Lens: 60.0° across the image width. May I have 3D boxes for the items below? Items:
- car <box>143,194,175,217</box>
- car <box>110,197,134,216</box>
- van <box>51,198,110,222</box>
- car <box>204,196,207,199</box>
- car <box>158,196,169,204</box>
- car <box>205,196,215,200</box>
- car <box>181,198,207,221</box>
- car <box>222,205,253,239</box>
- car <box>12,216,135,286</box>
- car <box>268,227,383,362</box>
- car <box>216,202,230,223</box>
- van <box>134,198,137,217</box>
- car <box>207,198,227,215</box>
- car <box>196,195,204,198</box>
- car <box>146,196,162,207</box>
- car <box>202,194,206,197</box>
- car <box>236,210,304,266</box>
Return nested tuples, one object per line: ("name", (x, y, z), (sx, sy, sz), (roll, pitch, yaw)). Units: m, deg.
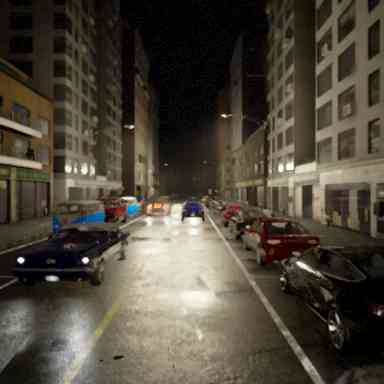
("car", (-3.038, 1.350, 31.575), (2.097, 1.767, 4.553), (0, 0, 0))
("car", (-5.657, 1.317, 22.467), (2.192, 1.841, 5.009), (0, 0, 0))
("van", (-5.660, 1.343, 16.941), (1.690, 1.788, 3.998), (0, 0, 0))
("car", (2.881, 1.576, 44.565), (1.802, 1.307, 4.206), (0, 0, 0))
("car", (-5.634, 1.513, 66.504), (1.752, 1.417, 4.829), (0, 0, 0))
("car", (2.878, 1.547, 39.040), (2.008, 1.369, 4.403), (0, 0, 0))
("car", (0.087, 1.526, 27.282), (1.812, 1.442, 4.674), (0, 0, 0))
("car", (2.866, 1.553, 16.936), (2.008, 1.369, 4.403), (0, 0, 0))
("car", (-3.075, 1.603, 9.545), (1.895, 1.301, 4.718), (0, 0, 0))
("car", (2.860, 1.567, 5.884), (1.947, 1.339, 4.313), (0, 0, 0))
("car", (2.869, 1.584, 22.462), (1.802, 1.307, 4.206), (0, 0, 0))
("van", (-5.651, 1.342, 27.992), (1.690, 1.788, 3.998), (0, 0, 0))
("car", (2.875, 1.549, 33.514), (2.008, 1.369, 4.403), (0, 0, 0))
("car", (0.118, 1.484, 45.206), (2.128, 1.511, 4.902), (0, 0, 0))
("car", (-5.642, 1.432, 50.096), (1.967, 1.590, 4.097), (0, 0, 0))
("car", (2.883, 1.431, 50.091), (1.967, 1.590, 4.097), (0, 0, 0))
("car", (2.863, 1.547, 11.411), (1.887, 1.381, 4.507), (0, 0, 0))
